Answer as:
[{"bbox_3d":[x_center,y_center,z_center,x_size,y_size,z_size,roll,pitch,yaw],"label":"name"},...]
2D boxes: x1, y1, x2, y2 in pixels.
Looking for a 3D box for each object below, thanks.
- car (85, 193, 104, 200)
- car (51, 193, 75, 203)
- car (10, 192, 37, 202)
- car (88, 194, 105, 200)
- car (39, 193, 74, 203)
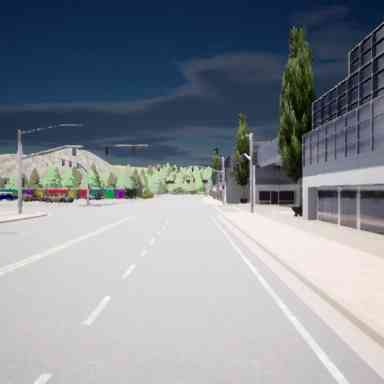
[{"bbox_3d":[-24.932,1.129,83.901,3.866,1.878,1.905,0,0,0],"label":"car"},{"bbox_3d":[-24.909,1.126,64.277,3.866,1.878,1.905,0,0,0],"label":"car"},{"bbox_3d":[-42.453,1.124,83.893,4.605,1.855,1.932,0,0,0],"label":"car"},{"bbox_3d":[-24.919,1.368,86.796,3.806,1.475,1.970,0,0,0],"label":"car"},{"bbox_3d":[-24.966,1.123,61.383,4.605,1.855,1.932,0,0,0],"label":"car"}]
